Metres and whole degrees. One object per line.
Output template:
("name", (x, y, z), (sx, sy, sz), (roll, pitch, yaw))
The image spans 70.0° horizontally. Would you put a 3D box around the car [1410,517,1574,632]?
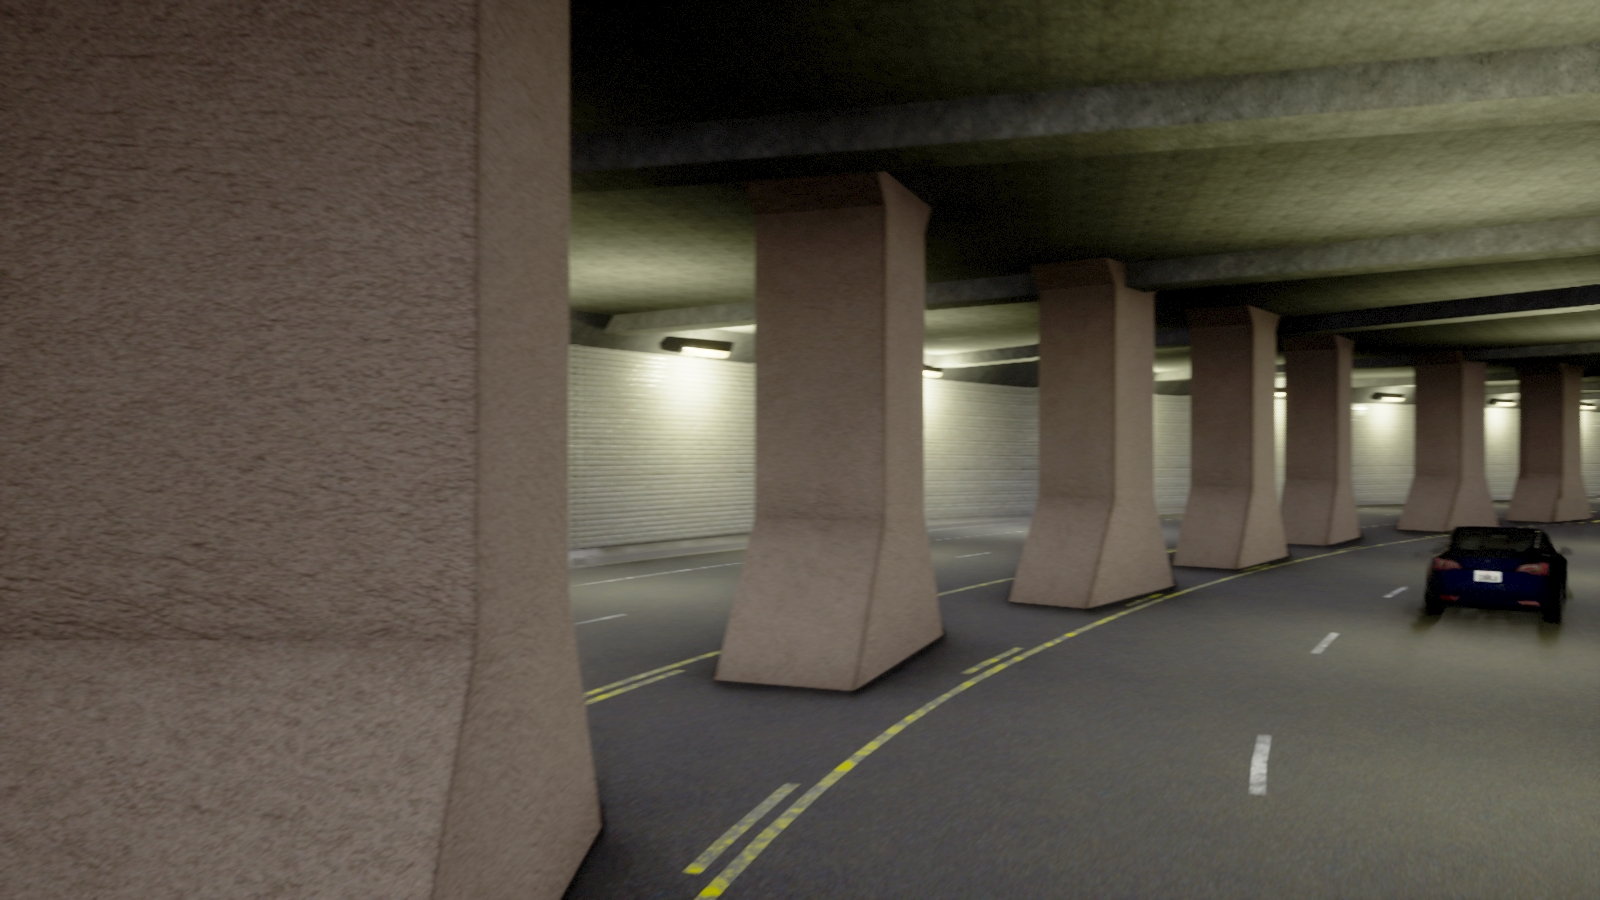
("car", (12.381, 2.083, 20.291), (2.163, 1.488, 4.792), (0, 0, 35))
